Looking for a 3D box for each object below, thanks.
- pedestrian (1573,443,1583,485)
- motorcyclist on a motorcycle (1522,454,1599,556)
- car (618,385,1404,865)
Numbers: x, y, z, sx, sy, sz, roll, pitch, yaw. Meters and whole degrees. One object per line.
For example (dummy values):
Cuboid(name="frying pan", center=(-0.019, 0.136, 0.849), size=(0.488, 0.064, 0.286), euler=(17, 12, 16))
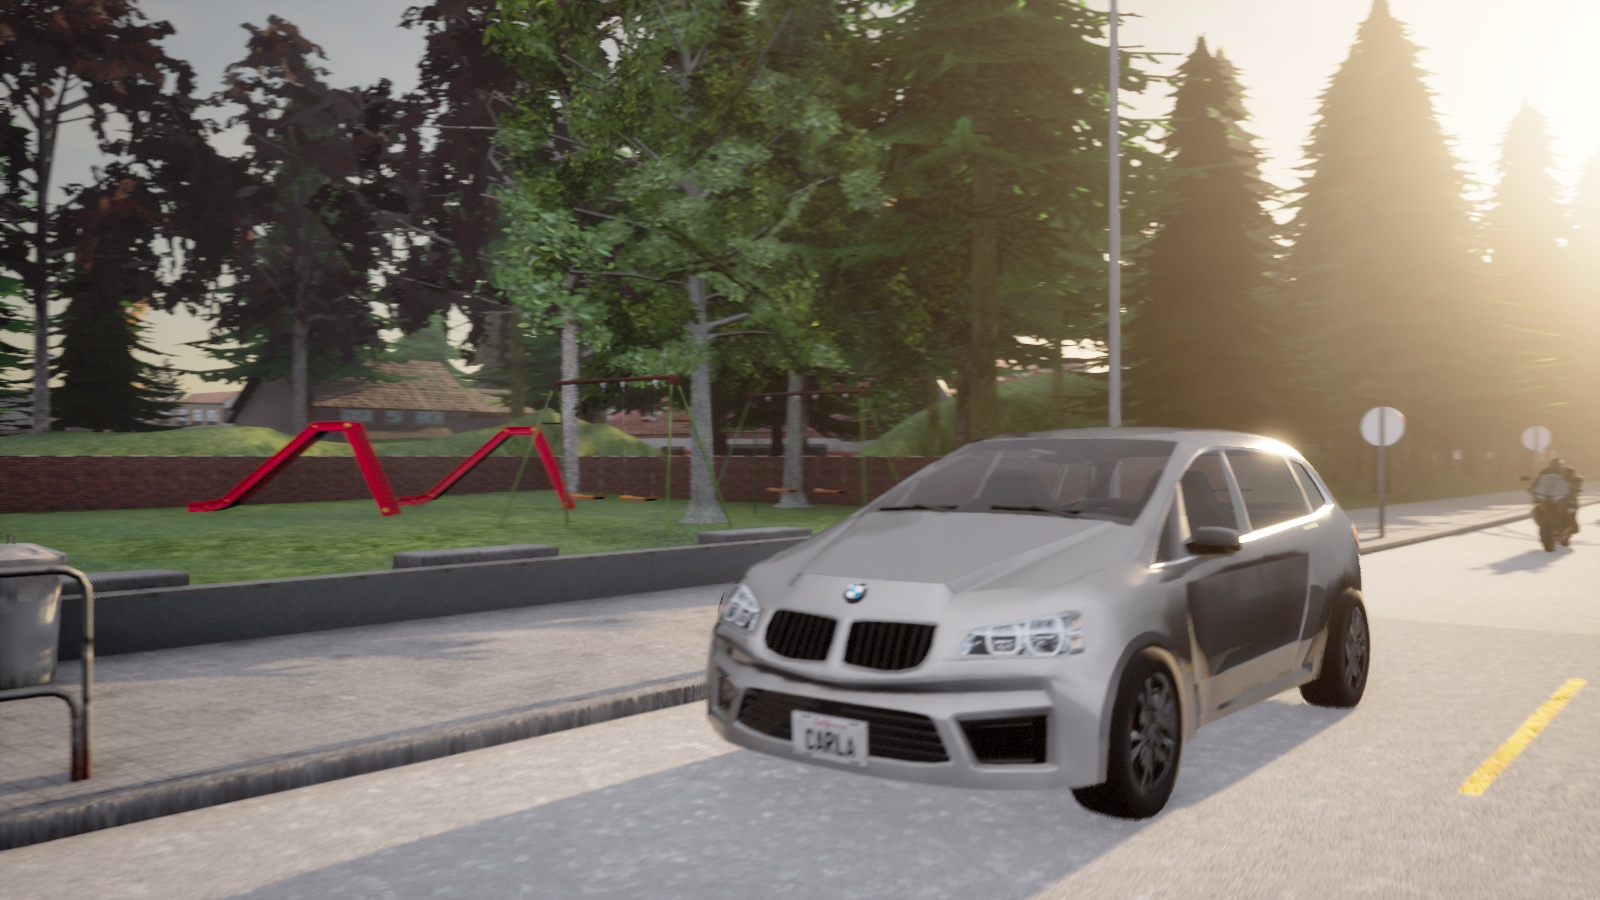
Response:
Cuboid(name="pedestrian", center=(33.916, 0.612, 54.725), size=(0.370, 1.835, 0.726), euler=(0, 0, 32))
Cuboid(name="motorcyclist on a motorcycle", center=(12.248, 0.839, 20.094), size=(0.866, 1.530, 2.191), euler=(0, -1, 39))
Cuboid(name="car", center=(1.490, 0.619, 6.862), size=(2.242, 1.667, 4.611), euler=(0, 0, 39))
